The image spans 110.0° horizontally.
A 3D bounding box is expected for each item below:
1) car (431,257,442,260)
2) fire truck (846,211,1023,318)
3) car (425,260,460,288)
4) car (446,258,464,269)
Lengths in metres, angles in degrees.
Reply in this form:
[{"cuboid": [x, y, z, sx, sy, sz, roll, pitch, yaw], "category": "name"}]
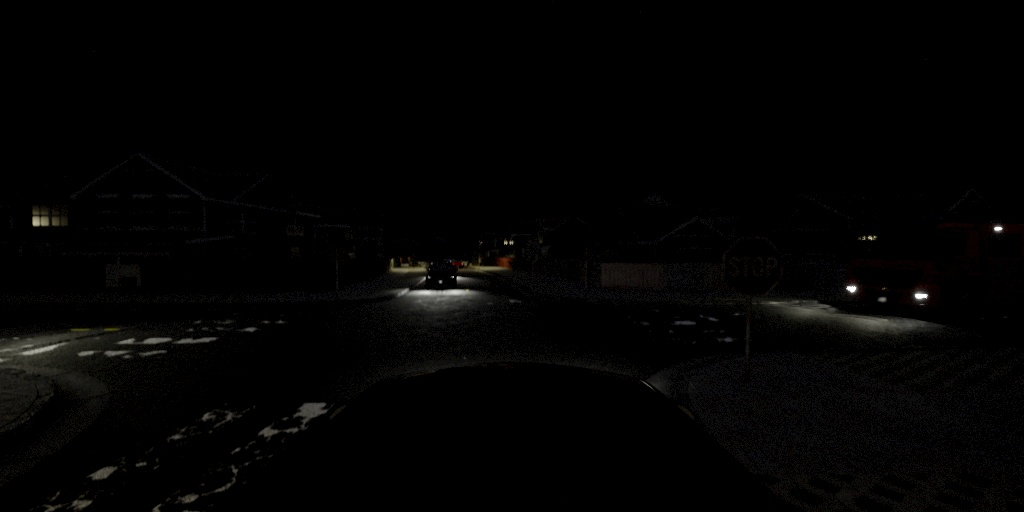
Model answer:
[{"cuboid": [-11.035, 0.939, 52.620, 2.097, 1.767, 4.553, 0, 0, -16], "category": "car"}, {"cuboid": [18.245, 0.264, 14.333, 8.468, 3.827, 2.891, 1, 1, -10], "category": "fire truck"}, {"cuboid": [-4.472, 1.211, 23.074, 1.812, 1.442, 4.674, 0, 0, -8], "category": "car"}, {"cuboid": [-8.261, 1.171, 52.992, 1.895, 1.301, 4.718, 0, 0, -15], "category": "car"}]
